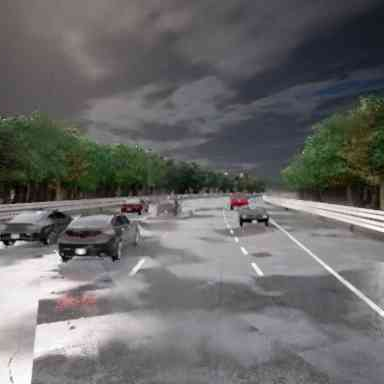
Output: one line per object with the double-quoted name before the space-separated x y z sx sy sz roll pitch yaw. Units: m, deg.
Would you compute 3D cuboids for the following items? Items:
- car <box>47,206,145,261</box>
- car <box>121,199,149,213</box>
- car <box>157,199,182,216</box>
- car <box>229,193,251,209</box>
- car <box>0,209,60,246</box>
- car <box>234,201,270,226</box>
"car" -3.160 1.474 12.094 1.837 1.490 4.892 0 0 2
"car" -5.500 1.406 32.647 1.882 1.535 5.008 0 0 5
"car" -2.090 1.438 31.377 1.837 1.490 4.892 0 0 4
"car" 6.000 1.143 42.796 2.150 2.045 5.566 0 0 6
"car" -6.570 1.486 14.816 1.812 1.442 4.674 0 0 2
"car" 4.103 1.555 22.921 1.895 1.301 4.718 0 0 6
